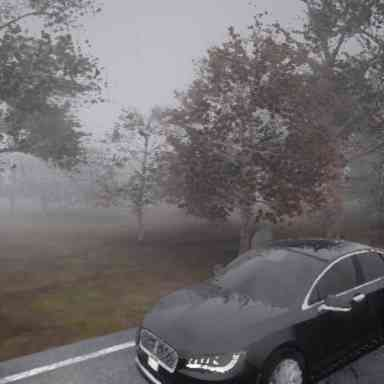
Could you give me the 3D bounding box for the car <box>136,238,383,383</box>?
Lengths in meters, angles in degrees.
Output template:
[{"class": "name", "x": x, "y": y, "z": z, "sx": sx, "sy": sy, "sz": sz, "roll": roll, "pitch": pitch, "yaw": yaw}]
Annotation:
[{"class": "car", "x": 1.580, "y": 1.504, "z": 4.812, "sx": 4.892, "sy": 1.490, "sz": 1.837, "roll": 0, "pitch": 0, "yaw": -35}]
